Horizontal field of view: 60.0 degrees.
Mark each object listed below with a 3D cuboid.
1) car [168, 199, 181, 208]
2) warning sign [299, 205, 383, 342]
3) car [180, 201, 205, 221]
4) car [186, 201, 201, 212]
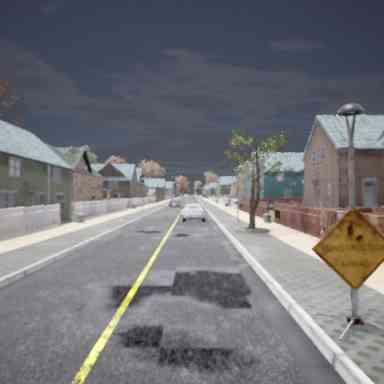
[{"bbox_3d":[-2.734,1.802,53.295,2.128,1.511,4.902,0,0,0],"label":"car"},{"bbox_3d":[2.508,1.150,5.170,1.300,1.860,1.060,-1,-1,0],"label":"warning sign"},{"bbox_3d":[0.146,1.699,28.513,1.812,1.442,4.674,0,0,0],"label":"car"},{"bbox_3d":[0.175,1.863,44.135,1.895,1.301,4.718,0,0,0],"label":"car"}]
